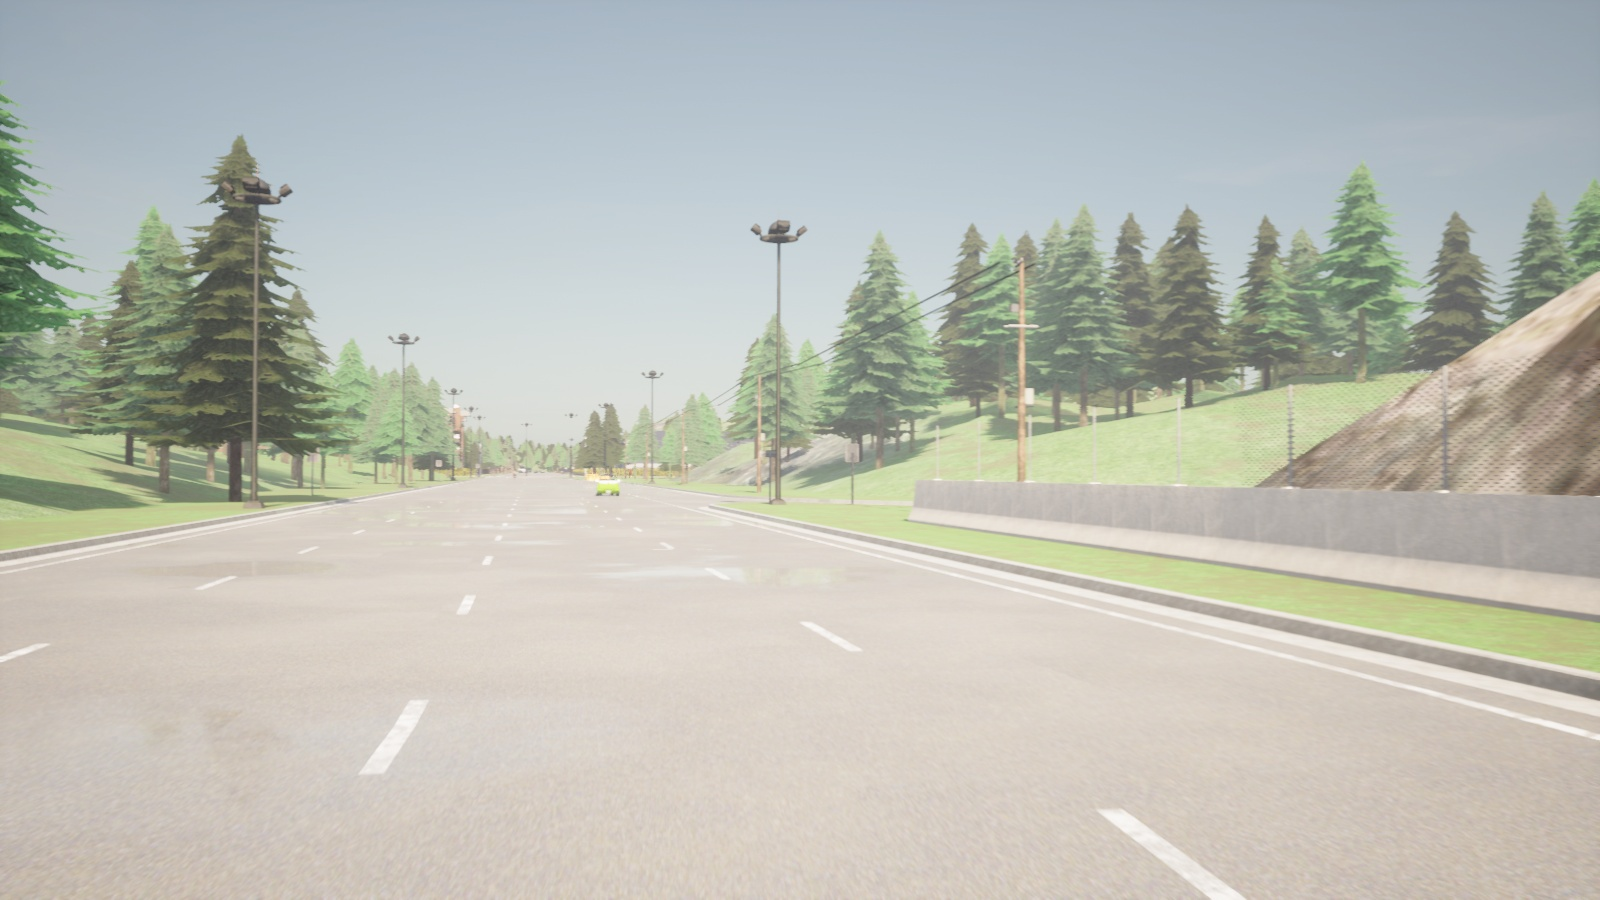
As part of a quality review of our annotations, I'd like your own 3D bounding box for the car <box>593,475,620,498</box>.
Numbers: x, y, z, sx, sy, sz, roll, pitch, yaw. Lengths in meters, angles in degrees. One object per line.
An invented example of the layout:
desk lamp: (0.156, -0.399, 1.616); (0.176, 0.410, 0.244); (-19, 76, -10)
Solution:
car: (-11.767, 2.202, 76.158); (1.481, 1.376, 2.207); (0, -1, -12)
